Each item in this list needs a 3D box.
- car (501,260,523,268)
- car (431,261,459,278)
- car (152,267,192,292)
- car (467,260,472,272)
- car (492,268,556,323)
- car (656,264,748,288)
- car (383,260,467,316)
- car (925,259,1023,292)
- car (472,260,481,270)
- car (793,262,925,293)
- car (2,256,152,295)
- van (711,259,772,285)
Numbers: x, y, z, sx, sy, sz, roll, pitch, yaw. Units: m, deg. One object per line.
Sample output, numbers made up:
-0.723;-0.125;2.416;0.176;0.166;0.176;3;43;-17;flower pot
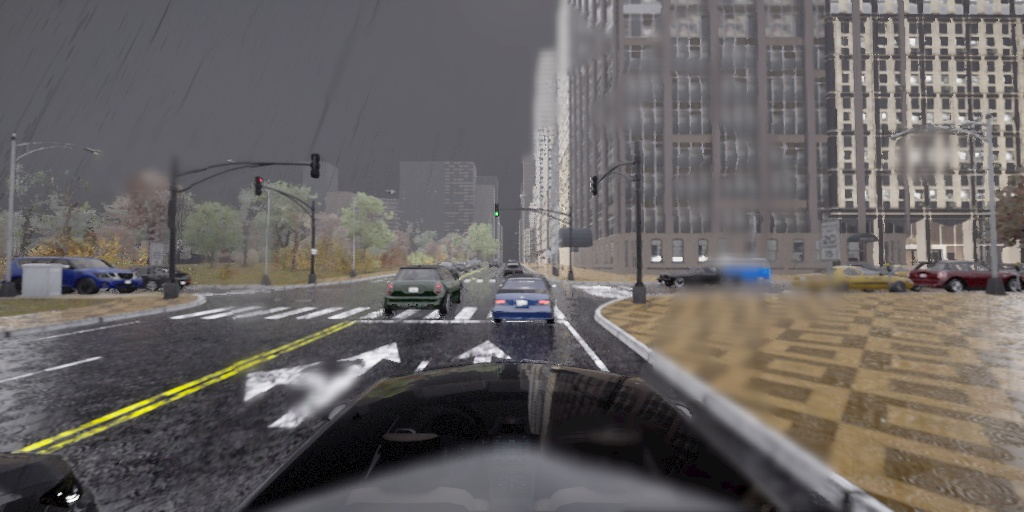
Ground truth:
0.101;1.310;36.277;1.837;1.490;4.892;0;0;0;car
-6.589;1.282;35.875;1.882;1.535;5.008;0;0;0;car
-22.522;1.414;21.925;4.892;1.490;1.837;0;-2;0;car
-6.568;1.398;45.093;1.994;1.385;4.181;0;0;0;car
0.508;1.303;12.115;2.033;1.411;5.357;0;0;5;car
11.710;1.326;22.587;4.718;1.301;1.895;0;-2;0;car
-3.150;1.109;13.608;2.097;1.767;4.553;0;0;0;car
21.737;0.959;17.266;4.097;1.591;1.967;0;0;-1;car
-6.498;1.369;55.291;2.128;1.511;4.902;0;0;0;car
16.323;1.072;17.200;4.829;1.417;1.751;0;0;-1;car
-23.145;1.051;19.020;5.566;2.045;2.150;0;-2;-1;car
15.943;1.118;25.218;3.998;1.789;1.690;0;0;-1;van
